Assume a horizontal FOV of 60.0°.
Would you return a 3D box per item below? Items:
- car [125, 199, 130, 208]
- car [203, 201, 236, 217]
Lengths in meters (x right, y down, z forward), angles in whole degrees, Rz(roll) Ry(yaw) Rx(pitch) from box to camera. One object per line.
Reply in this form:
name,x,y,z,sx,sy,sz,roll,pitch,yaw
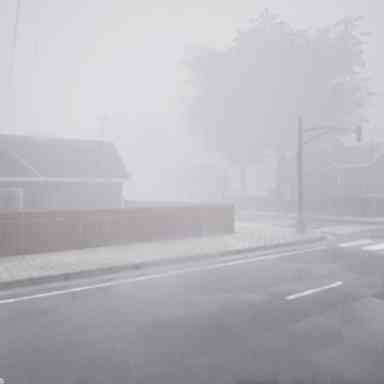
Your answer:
car,-9.944,1.781,49.768,2.128,1.511,4.902,-1,0,-29
car,1.898,1.608,29.974,1.882,1.535,5.008,-1,0,-33
